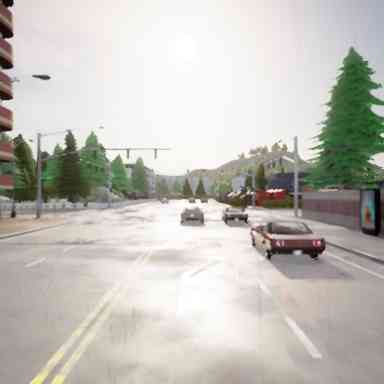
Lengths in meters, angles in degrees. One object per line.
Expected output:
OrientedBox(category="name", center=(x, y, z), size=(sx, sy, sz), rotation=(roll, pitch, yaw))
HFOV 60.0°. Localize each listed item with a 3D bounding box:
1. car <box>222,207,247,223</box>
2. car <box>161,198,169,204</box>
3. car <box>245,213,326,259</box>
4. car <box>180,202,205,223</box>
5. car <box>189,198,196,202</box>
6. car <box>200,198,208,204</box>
OrientedBox(category="car", center=(3.572, 1.897, 28.228), size=(1.895, 1.301, 4.718), rotation=(0, -1, 2))
OrientedBox(category="car", center=(-6.967, 2.392, 85.358), size=(1.837, 1.490, 4.892), rotation=(0, -1, 0))
OrientedBox(category="car", center=(3.523, 1.741, 13.234), size=(1.895, 1.301, 4.718), rotation=(0, -1, 0))
OrientedBox(category="car", center=(0.032, 1.864, 28.560), size=(1.994, 1.385, 4.181), rotation=(0, -1, 1))
OrientedBox(category="car", center=(0.036, 2.486, 92.164), size=(2.128, 1.511, 4.902), rotation=(0, -1, 0))
OrientedBox(category="car", center=(3.536, 2.557, 92.452), size=(1.895, 1.301, 4.718), rotation=(0, -1, 0))
